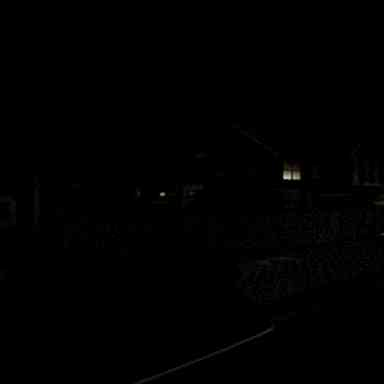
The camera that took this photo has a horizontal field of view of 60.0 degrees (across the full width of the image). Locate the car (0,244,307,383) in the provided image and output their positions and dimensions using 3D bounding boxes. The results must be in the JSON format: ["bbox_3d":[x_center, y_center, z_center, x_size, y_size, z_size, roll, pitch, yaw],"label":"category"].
[{"bbox_3d":[-1.299,1.357,2.228,4.553,1.767,2.097,1,0,-36],"label":"car"}]
